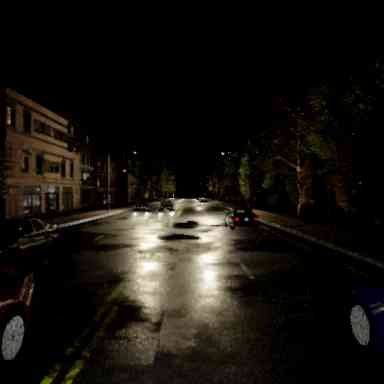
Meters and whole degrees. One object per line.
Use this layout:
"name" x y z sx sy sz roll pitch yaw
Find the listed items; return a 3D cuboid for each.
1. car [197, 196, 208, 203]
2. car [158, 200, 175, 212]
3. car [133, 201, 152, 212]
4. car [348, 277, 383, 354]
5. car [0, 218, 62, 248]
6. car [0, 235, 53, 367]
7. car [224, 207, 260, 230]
"car" 3.256 2.300 91.113 2.128 1.511 4.902 0 0 0
"car" -3.311 1.909 44.412 1.837 1.490 4.892 0 -1 0
"car" -6.558 1.927 44.336 1.812 1.442 4.674 0 -1 0
"car" 3.351 1.508 3.204 1.882 1.535 5.008 0 -1 0
"car" -6.549 1.659 12.022 2.033 1.411 5.357 0 -1 1
"car" -3.328 1.507 3.028 1.882 1.535 5.008 0 -1 1
"car" 3.349 1.758 22.968 2.033 1.411 5.357 0 0 0
